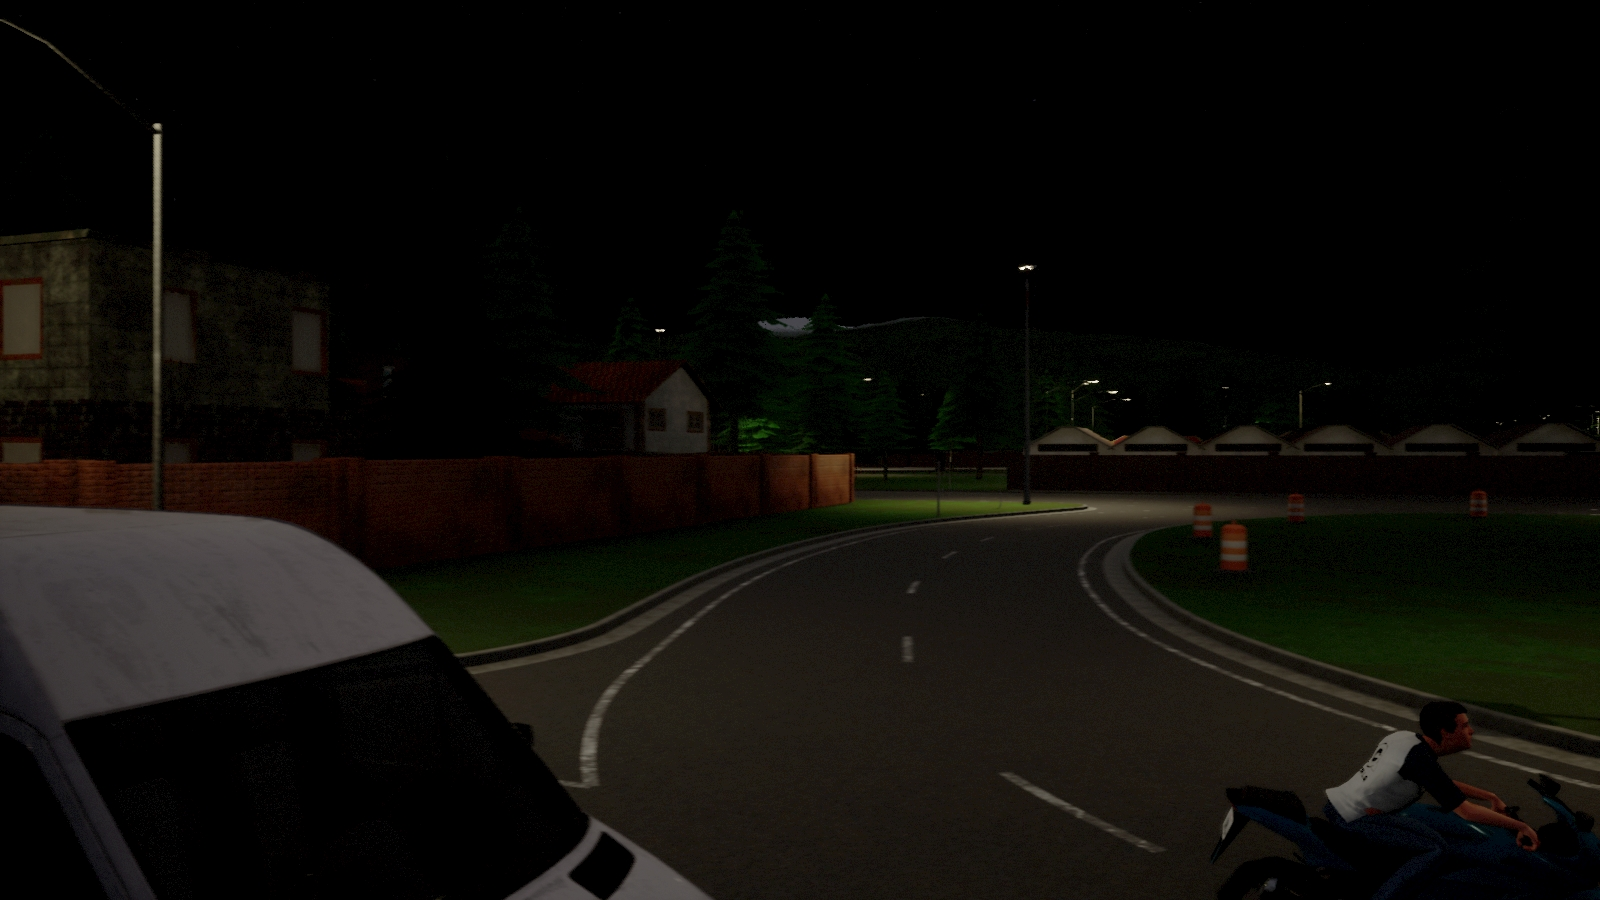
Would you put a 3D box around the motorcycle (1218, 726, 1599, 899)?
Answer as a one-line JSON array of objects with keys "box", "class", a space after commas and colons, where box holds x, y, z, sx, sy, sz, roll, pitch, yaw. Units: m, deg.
[{"box": [3.223, 2.186, 5.850, 2.033, 1.199, 0.803, 0, 0, 20], "class": "motorcycle"}]

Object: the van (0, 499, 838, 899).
[{"box": [-2.978, 1.534, 4.387, 5.915, 2.561, 1.988, 0, 0, 20], "class": "van"}]
